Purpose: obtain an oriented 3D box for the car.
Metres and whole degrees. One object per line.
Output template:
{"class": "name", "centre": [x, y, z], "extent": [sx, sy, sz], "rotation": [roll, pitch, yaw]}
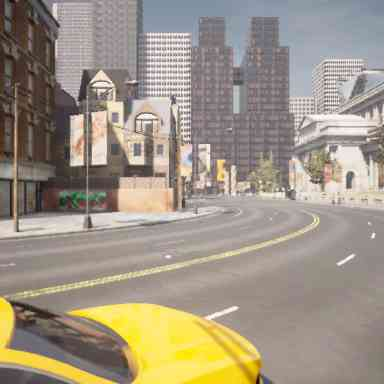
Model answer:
{"class": "car", "centre": [-1.651, 1.469, 2.101], "extent": [5.008, 1.535, 1.882], "rotation": [0, 0, -36]}
